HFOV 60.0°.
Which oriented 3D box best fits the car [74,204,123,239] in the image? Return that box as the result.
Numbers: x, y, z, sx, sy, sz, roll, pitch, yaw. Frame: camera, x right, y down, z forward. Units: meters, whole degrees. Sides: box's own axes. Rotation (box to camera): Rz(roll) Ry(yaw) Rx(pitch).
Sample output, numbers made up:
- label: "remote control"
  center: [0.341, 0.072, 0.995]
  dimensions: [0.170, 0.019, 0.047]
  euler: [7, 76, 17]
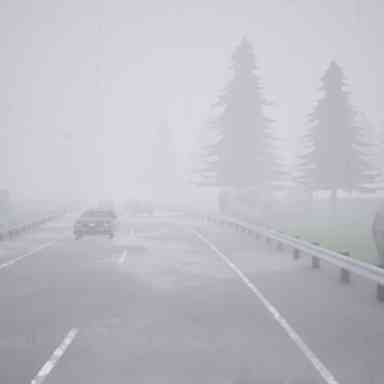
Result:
- label: "car"
  center: [-4.990, 1.582, 17.780]
  dimensions: [2.033, 1.411, 5.357]
  euler: [0, 0, -9]

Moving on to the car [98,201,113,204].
- label: "car"
  center: [-9.217, 1.617, 35.469]
  dimensions: [2.033, 1.411, 5.357]
  euler: [0, 0, -17]

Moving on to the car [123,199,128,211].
- label: "car"
  center: [-7.857, 1.609, 42.744]
  dimensions: [1.812, 1.442, 4.674]
  euler: [0, 0, -18]

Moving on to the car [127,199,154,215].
- label: "car"
  center: [-5.151, 1.667, 33.990]
  dimensions: [1.895, 1.301, 4.718]
  euler: [0, 0, -16]
